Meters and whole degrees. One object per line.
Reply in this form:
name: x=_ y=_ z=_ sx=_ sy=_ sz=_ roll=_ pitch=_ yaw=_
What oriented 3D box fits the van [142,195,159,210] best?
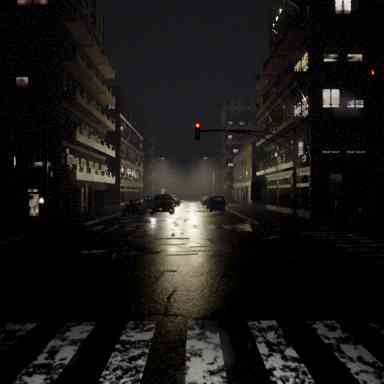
van: x=-5.372 y=1.329 z=43.046 sx=1.690 sy=1.788 sz=3.998 roll=0 pitch=0 yaw=0

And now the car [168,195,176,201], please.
car: x=-5.240 y=1.512 z=87.697 sx=2.008 sy=1.369 sz=4.403 roll=0 pitch=0 yaw=0

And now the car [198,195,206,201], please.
car: x=2.641 y=1.527 z=87.691 sx=1.947 sy=1.339 sz=4.313 roll=0 pitch=0 yaw=0

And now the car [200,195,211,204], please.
car: x=2.622 y=1.419 z=65.364 sx=1.967 sy=1.590 sz=4.097 roll=0 pitch=0 yaw=0

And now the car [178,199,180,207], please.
car: x=-2.795 y=1.550 z=49.634 sx=1.994 sy=1.385 sz=4.181 roll=0 pitch=0 yaw=0

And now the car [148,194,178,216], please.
car: x=-2.821 y=1.214 z=32.575 sx=2.150 sy=2.045 sz=5.566 roll=0 pitch=0 yaw=0

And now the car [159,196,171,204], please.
car: x=-5.259 y=1.524 z=65.371 sx=1.887 sy=1.381 sz=4.507 roll=0 pitch=0 yaw=0

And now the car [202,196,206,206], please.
car: x=2.697 y=1.533 z=43.040 sx=1.887 sy=1.381 sz=4.507 roll=0 pitch=0 yaw=0

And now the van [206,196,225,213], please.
van: x=2.727 y=1.331 z=36.836 sx=1.690 sy=1.788 sz=3.998 roll=0 pitch=0 yaw=0

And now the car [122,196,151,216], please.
car: x=-5.416 y=1.432 z=31.882 sx=1.967 sy=1.590 sz=4.097 roll=0 pitch=0 yaw=0

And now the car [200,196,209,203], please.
car: x=2.627 y=1.520 z=70.946 sx=1.887 sy=1.381 sz=4.507 roll=0 pitch=0 yaw=0

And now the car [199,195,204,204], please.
car: x=2.614 y=1.550 z=54.202 sx=1.947 sy=1.339 sz=4.313 roll=0 pitch=0 yaw=0
